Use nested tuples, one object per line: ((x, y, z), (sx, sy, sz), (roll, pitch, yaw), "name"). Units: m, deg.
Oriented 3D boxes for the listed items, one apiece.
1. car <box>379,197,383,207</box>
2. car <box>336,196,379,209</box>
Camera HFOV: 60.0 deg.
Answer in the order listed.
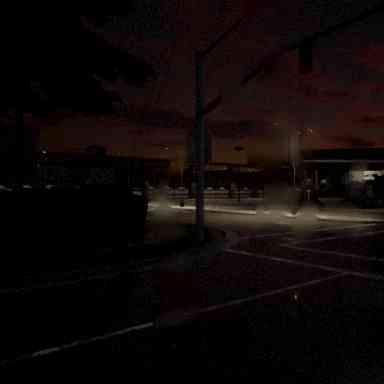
((25.378, 1.456, 47.192), (1.970, 1.475, 3.806), (0, 0, -35), "car")
((21.112, 1.295, 43.268), (2.242, 1.667, 4.611), (0, 0, -35), "car")
